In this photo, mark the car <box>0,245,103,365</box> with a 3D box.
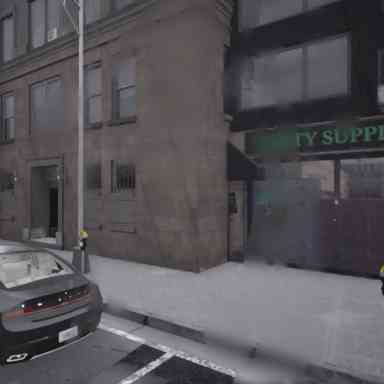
[{"bbox_3d":[-3.330,1.550,5.452,4.403,1.369,2.008,0,0,35],"label":"car"}]
